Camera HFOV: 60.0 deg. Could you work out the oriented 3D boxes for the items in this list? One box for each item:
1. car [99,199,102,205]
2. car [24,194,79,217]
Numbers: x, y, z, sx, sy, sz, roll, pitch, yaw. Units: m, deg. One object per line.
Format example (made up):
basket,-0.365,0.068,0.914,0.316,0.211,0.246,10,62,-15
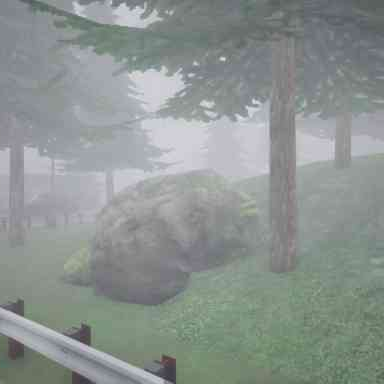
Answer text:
car,-17.856,1.477,58.432,5.008,1.535,1.882,0,0,36
car,-12.241,1.206,28.048,2.150,2.045,5.566,0,0,36
